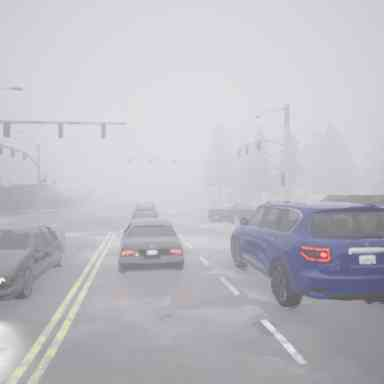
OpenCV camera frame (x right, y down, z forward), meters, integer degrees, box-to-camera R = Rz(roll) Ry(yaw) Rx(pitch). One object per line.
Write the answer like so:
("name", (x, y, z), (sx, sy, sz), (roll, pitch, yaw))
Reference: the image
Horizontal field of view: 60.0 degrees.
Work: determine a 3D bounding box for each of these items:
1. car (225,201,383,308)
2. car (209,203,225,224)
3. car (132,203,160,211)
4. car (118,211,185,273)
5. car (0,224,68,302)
("car", (2.569, 1.224, 8.188), (2.150, 2.045, 5.566), (0, 0, -7))
("car", (3.157, 1.500, 24.357), (1.882, 1.535, 5.008), (-2, -1, 37))
("car", (-3.469, 1.534, 24.923), (2.128, 1.511, 4.902), (0, 0, -8))
("car", (-1.357, 1.565, 10.809), (2.033, 1.411, 5.357), (0, 0, -8))
("car", (-4.621, 1.573, 8.606), (2.033, 1.411, 5.357), (0, 0, -9))
